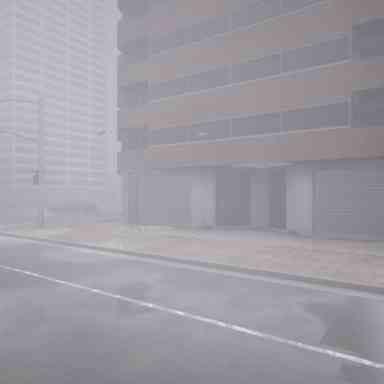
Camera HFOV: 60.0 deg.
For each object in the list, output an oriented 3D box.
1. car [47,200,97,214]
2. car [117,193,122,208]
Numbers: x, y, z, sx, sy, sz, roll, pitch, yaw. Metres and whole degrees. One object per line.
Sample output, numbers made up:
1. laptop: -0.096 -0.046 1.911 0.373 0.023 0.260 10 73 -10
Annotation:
1. car: -13.035 1.547 36.555 2.033 1.411 5.357 0 0 35
2. car: -7.335 1.352 44.674 2.097 1.767 4.553 0 0 35
